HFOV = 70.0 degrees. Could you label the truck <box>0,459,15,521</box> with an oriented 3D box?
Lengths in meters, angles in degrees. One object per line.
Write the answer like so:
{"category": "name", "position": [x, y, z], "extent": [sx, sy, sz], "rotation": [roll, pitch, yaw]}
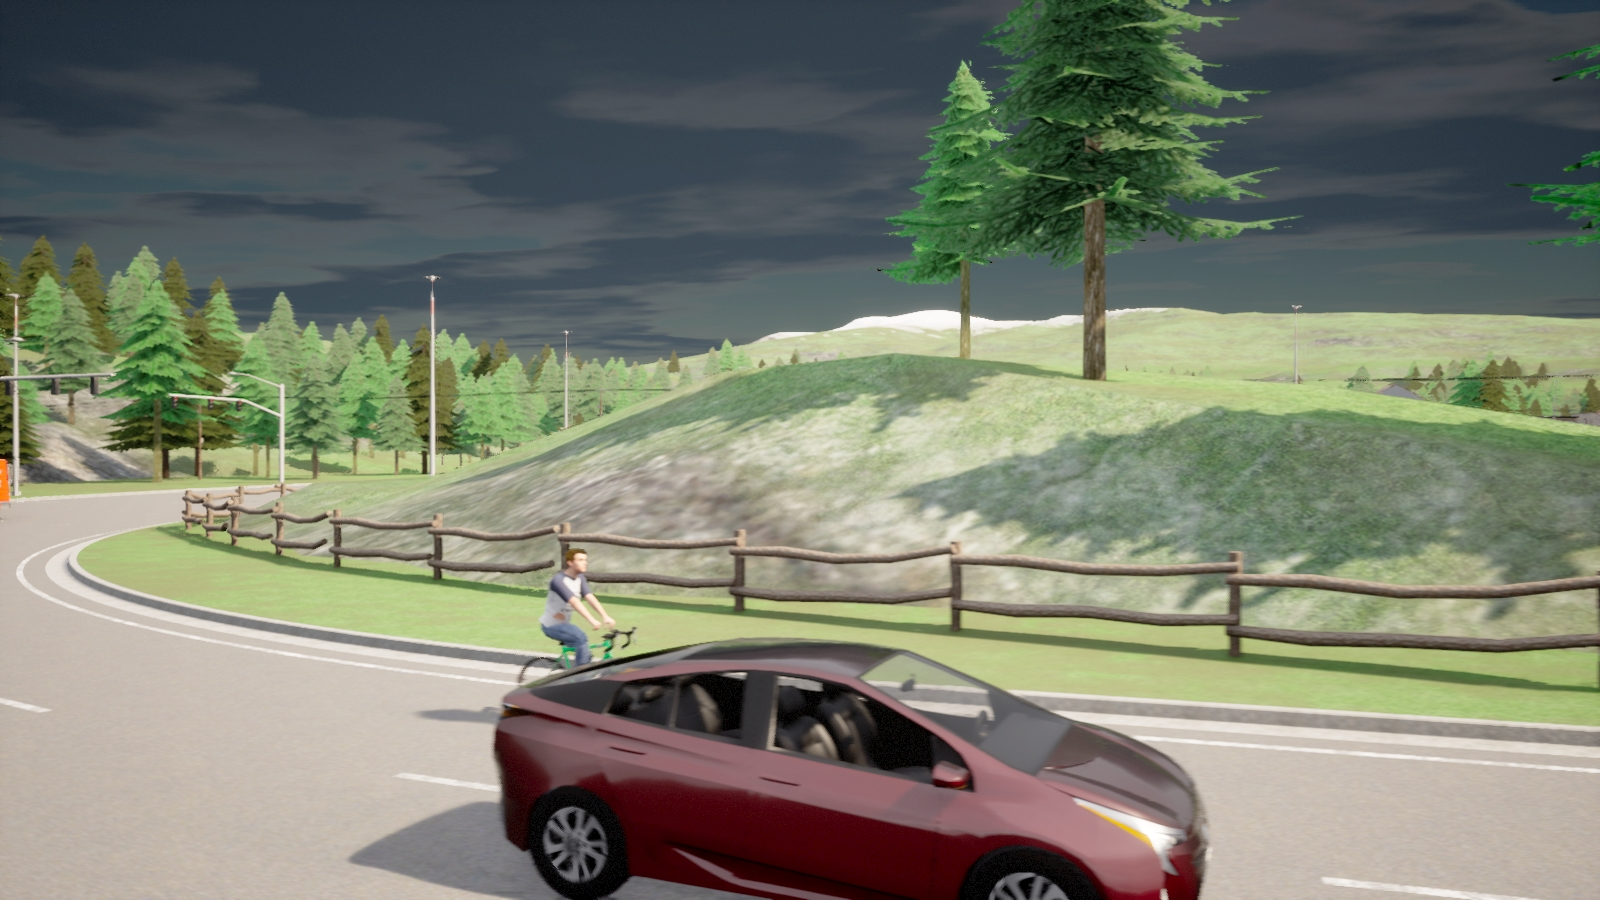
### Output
{"category": "truck", "position": [-32.719, 1.569, 43.344], "extent": [2.627, 2.467, 5.204], "rotation": [0, 0, -5]}

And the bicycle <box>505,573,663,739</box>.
{"category": "bicycle", "position": [-2.209, 2.059, 11.625], "extent": [1.643, 1.496, 0.373], "rotation": [0, -1, 24]}

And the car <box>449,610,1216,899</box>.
{"category": "car", "position": [0.234, 2.042, 7.351], "extent": [4.514, 1.525, 2.007], "rotation": [0, 0, 22]}
